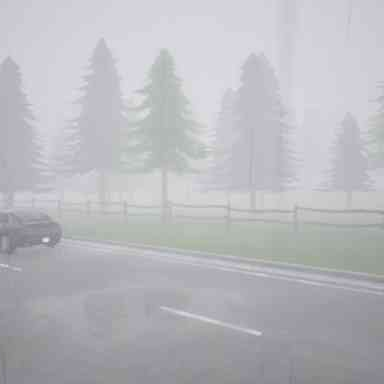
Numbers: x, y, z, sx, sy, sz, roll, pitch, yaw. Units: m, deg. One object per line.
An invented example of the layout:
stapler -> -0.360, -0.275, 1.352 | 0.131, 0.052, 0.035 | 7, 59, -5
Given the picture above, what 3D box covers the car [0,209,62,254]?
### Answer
car -> -7.223, 1.471, 13.404 | 4.892, 1.490, 1.837 | 0, 0, 36
